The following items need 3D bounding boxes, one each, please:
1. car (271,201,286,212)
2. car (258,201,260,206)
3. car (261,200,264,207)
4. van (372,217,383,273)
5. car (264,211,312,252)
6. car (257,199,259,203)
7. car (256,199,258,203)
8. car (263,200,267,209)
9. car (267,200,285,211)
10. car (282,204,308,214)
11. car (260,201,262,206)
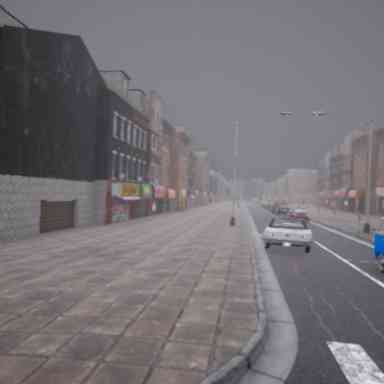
[{"bbox_3d":[11.391,2.230,41.481,1.947,1.339,4.313,2,0,9],"label":"car"},{"bbox_3d":[16.383,2.730,73.898,1.802,1.307,4.206,2,-1,9],"label":"car"},{"bbox_3d":[14.720,2.544,63.092,1.947,1.339,4.313,2,-1,9],"label":"car"},{"bbox_3d":[6.403,1.610,9.065,1.690,1.788,3.998,2,0,9],"label":"van"},{"bbox_3d":[4.407,1.828,15.409,1.895,1.301,4.718,2,0,15],"label":"car"},{"bbox_3d":[17.220,2.676,79.301,1.967,1.590,4.097,2,-1,9],"label":"car"},{"bbox_3d":[18.047,2.909,84.702,1.802,1.307,4.206,2,-1,9],"label":"car"},{"bbox_3d":[13.889,2.440,57.690,1.887,1.381,4.507,2,-1,9],"label":"car"},{"bbox_3d":[12.233,2.054,46.885,2.192,1.841,5.009,2,0,9],"label":"car"},{"bbox_3d":[9.725,2.104,30.676,1.802,1.307,4.206,2,0,9],"label":"car"},{"bbox_3d":[15.579,2.590,68.663,1.752,1.417,4.829,2,-1,9],"label":"car"}]
